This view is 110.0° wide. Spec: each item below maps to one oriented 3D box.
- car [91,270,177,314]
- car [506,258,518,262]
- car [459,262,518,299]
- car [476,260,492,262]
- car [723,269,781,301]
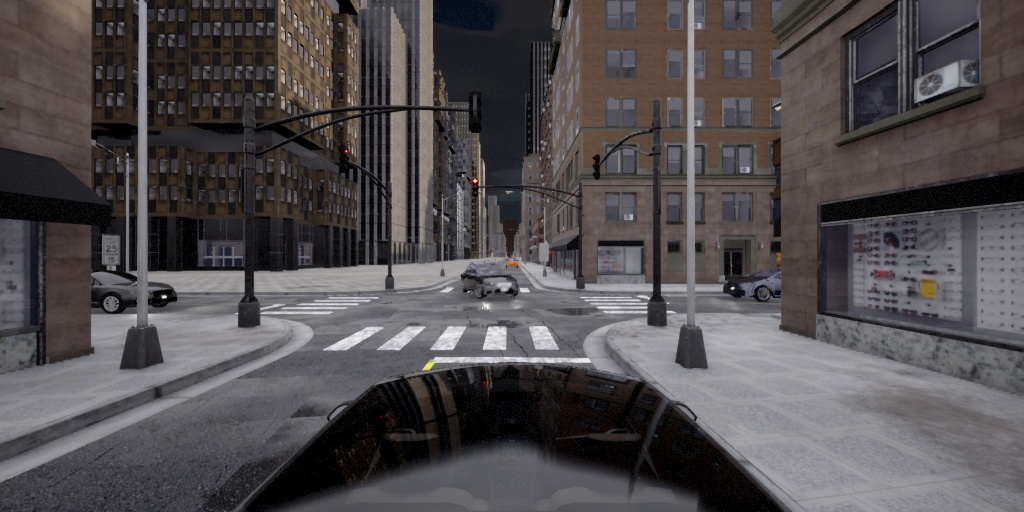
[{"bbox_3d":[-15.259,1.259,13.210,4.892,1.490,1.837,0,0,-1],"label":"car"},{"bbox_3d":[-0.025,1.103,61.640,2.097,1.767,4.553,0,0,0],"label":"car"},{"bbox_3d":[-1.316,1.245,18.368,2.128,1.511,4.902,0,0,-24],"label":"car"},{"bbox_3d":[-3.161,1.244,32.324,2.128,1.511,4.902,0,0,0],"label":"car"},{"bbox_3d":[12.220,1.314,16.648,4.181,1.385,1.994,0,0,-1],"label":"car"}]
